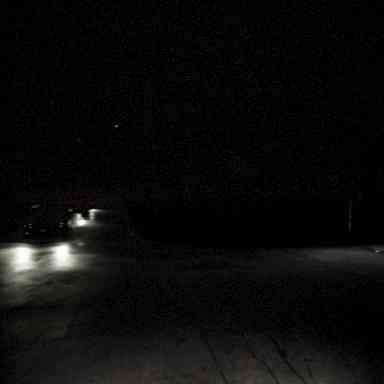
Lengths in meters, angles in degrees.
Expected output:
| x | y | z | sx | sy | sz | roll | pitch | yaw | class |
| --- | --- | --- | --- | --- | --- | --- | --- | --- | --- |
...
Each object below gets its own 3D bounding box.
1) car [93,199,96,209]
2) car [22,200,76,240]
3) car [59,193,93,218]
| x | y | z | sx | sy | sz | roll | pitch | yaw | class |
| --- | --- | --- | --- | --- | --- | --- | --- | --- | --- |
| -13.053 | 1.360 | 41.626 | 1.812 | 1.442 | 4.674 | 1 | 0 | -13 | car |
| -7.061 | 1.374 | 16.627 | 1.882 | 1.535 | 5.008 | 1 | 0 | -16 | car |
| -10.129 | 1.080 | 28.867 | 2.150 | 2.045 | 5.566 | 1 | 0 | -13 | car |
